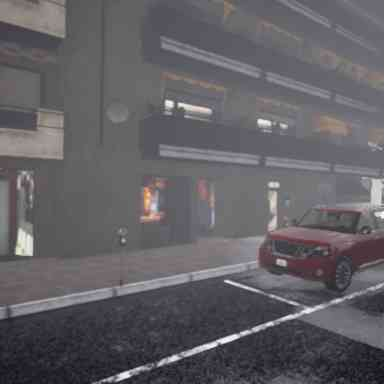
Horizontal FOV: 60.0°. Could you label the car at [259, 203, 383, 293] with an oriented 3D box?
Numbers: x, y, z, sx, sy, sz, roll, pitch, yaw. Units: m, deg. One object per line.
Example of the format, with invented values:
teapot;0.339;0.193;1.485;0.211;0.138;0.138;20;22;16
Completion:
car;4.081;1.263;8.985;5.009;1.841;2.192;0;2;-35
